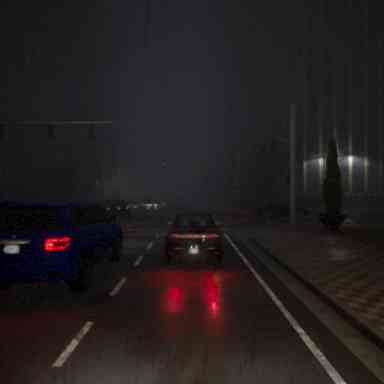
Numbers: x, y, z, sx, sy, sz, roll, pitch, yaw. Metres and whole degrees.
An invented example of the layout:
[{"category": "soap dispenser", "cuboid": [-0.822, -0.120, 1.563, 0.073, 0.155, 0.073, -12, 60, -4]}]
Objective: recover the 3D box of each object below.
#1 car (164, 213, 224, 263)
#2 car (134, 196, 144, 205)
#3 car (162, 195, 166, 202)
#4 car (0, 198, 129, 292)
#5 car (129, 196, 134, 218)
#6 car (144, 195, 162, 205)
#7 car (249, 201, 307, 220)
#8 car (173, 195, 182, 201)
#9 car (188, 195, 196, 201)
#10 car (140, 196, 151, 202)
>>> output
[{"category": "car", "cuboid": [0.079, 1.496, 12.016, 2.128, 1.511, 4.902, 0, 0, 0]}, {"category": "car", "cuboid": [-10.538, 1.506, 60.352, 1.882, 1.535, 5.008, 0, 0, 1]}, {"category": "car", "cuboid": [-7.008, 1.510, 75.514, 1.882, 1.535, 5.008, 0, 0, 0]}, {"category": "car", "cuboid": [-3.443, 1.222, 9.105, 2.150, 2.045, 5.566, 0, -1, 1]}, {"category": "car", "cuboid": [-7.033, 1.366, 28.874, 2.097, 1.767, 4.553, 0, 0, -30]}, {"category": "car", "cuboid": [-7.039, 1.592, 60.435, 1.994, 1.385, 4.181, 0, 0, 1]}, {"category": "car", "cuboid": [7.309, 1.491, 28.145, 5.008, 1.535, 1.882, 0, -2, -16]}, {"category": "car", "cuboid": [-3.508, 1.376, 80.312, 1.812, 1.442, 4.674, 0, 0, 0]}, {"category": "car", "cuboid": [-0.008, 1.466, 79.773, 1.837, 1.490, 4.892, 0, 0, 0]}, {"category": "car", "cuboid": [-10.508, 1.585, 75.502, 1.994, 1.385, 4.181, 0, 0, 0]}]
